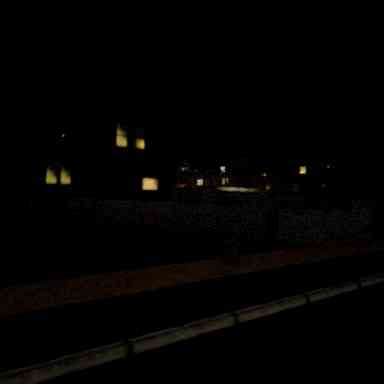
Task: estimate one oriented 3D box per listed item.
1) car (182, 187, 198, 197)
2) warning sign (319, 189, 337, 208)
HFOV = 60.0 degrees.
[{"bbox_3d":[-0.633,-0.046,49.458,1.812,1.442,4.674,1,2,-33],"label":"car"},{"bbox_3d":[13.487,0.606,32.889,1.300,1.860,1.060,-2,1,-34],"label":"warning sign"}]
